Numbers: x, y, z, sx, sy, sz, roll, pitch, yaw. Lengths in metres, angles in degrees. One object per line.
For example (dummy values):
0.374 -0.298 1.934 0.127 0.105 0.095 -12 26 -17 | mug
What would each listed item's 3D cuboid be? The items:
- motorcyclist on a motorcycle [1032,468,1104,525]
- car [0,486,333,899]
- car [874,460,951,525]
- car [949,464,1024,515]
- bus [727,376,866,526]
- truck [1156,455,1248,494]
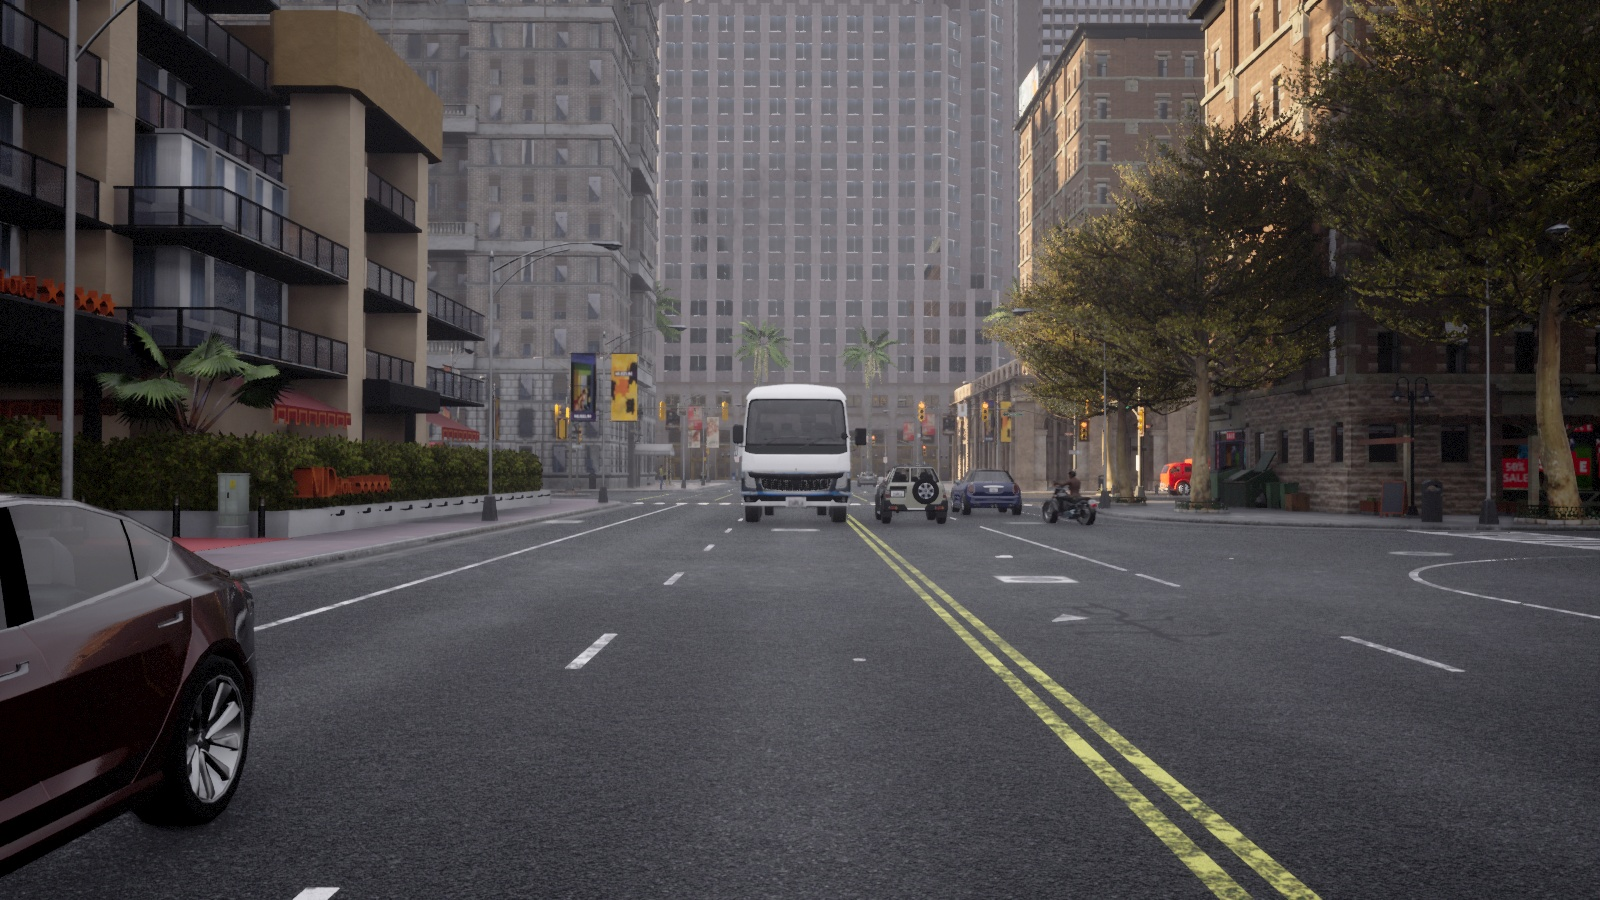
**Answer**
7.919 1.356 37.194 0.766 1.649 2.350 1 -1 -28 | motorcyclist on a motorcycle
-3.514 0.898 4.152 2.163 1.488 4.792 0 -1 0 | car
3.377 1.264 38.578 1.932 1.855 4.605 0 -1 0 | car
6.854 1.426 46.561 2.097 1.767 4.553 0 -1 0 | car
-0.132 0.123 40.886 3.944 4.253 10.273 0 -1 0 | bus
26.479 1.608 82.778 5.204 2.467 2.627 0 -1 0 | truck
